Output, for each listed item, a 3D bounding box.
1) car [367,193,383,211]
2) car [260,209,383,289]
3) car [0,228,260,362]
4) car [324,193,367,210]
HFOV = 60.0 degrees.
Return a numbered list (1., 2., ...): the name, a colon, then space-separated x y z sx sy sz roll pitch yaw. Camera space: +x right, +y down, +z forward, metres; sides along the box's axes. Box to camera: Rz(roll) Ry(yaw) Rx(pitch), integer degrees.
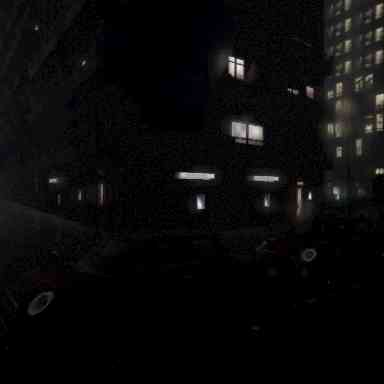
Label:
1. car: 19.220 1.030 35.013 2.192 1.841 5.009 1 0 -36
2. car: 3.601 1.438 9.127 4.097 1.590 1.967 0 0 -35
3. car: -1.025 1.438 5.827 4.097 1.590 1.967 0 0 -36
4. car: 12.477 1.010 30.038 2.192 1.841 5.009 2 0 -36
